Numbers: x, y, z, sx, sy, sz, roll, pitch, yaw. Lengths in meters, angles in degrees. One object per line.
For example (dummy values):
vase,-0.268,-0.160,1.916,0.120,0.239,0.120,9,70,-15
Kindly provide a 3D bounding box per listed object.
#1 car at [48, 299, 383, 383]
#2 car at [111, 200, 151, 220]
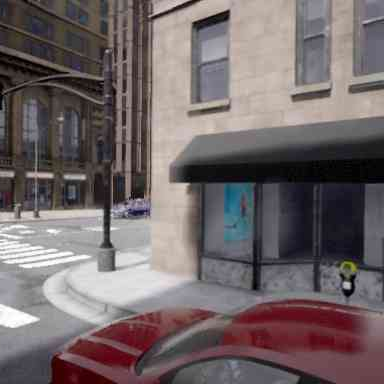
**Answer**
car,0.739,1.545,2.423,4.507,1.381,1.887,0,1,36
car,-5.408,1.478,29.868,2.097,1.767,4.553,1,0,36
